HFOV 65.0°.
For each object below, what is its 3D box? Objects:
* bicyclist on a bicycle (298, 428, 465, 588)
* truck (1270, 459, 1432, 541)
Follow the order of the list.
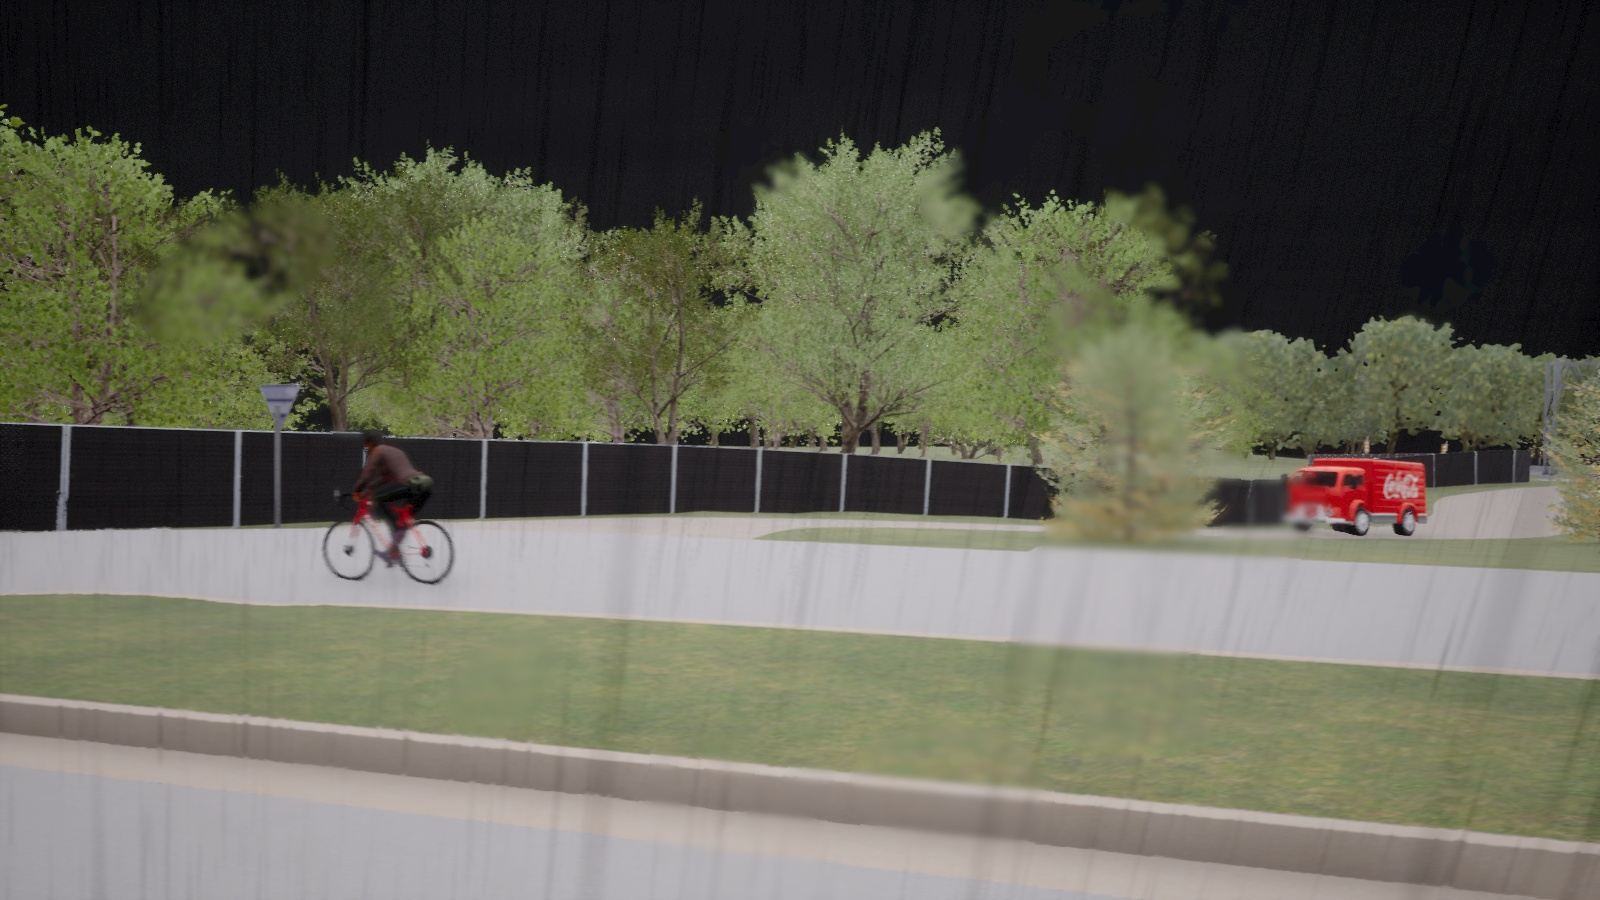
[{"bbox_3d":[-4.438,0.583,13.323,1.656,1.620,0.582,1,2,18],"label":"bicyclist on a bicycle"},{"bbox_3d":[18.024,1.663,41.006,5.204,2.467,2.627,3,-2,-38],"label":"truck"}]
